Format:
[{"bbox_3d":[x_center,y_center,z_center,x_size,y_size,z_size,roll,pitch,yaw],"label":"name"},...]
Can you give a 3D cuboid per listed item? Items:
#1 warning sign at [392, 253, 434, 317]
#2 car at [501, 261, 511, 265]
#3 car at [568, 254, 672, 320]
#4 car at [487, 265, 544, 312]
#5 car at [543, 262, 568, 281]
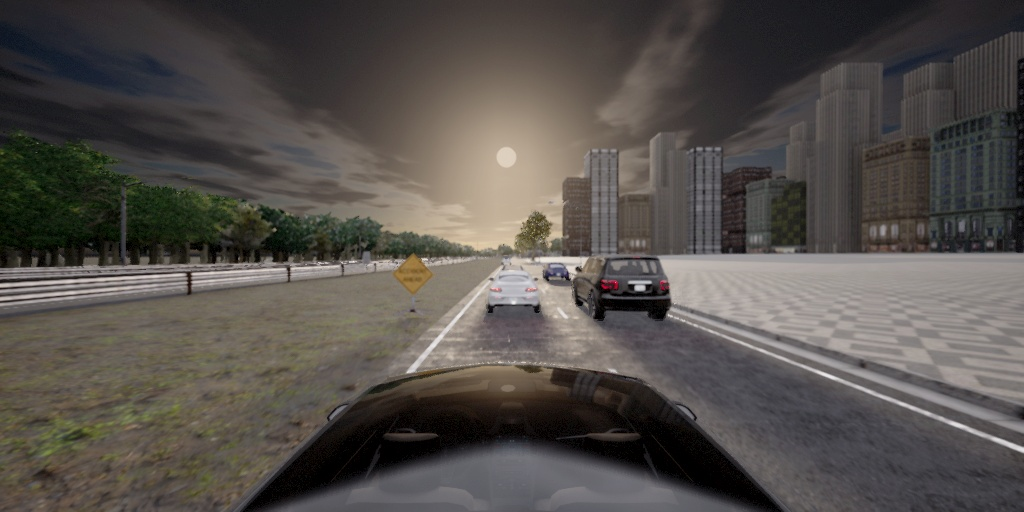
[{"bbox_3d":[-3.054,0.851,11.094,1.300,1.860,1.060,0,0,0],"label":"warning sign"},{"bbox_3d":[0.055,1.311,27.257,1.895,1.301,4.718,0,0,0],"label":"car"},{"bbox_3d":[3.562,0.957,12.610,2.150,2.045,5.566,0,0,0],"label":"car"},{"bbox_3d":[0.068,1.257,13.936,1.812,1.442,4.674,0,0,0],"label":"car"},{"bbox_3d":[3.568,1.232,29.692,1.812,1.442,4.674,0,0,0],"label":"car"}]
